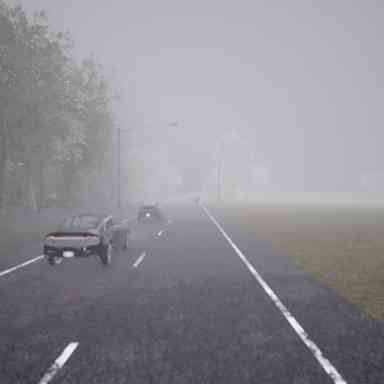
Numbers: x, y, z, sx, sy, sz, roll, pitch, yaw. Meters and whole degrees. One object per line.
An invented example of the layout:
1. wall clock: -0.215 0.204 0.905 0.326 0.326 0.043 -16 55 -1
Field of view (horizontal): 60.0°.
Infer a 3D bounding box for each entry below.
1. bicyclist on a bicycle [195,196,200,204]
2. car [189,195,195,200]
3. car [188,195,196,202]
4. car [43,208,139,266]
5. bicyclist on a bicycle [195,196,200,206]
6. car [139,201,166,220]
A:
1. bicyclist on a bicycle: 0.982 1.492 62.694 0.866 1.612 1.509 0 0 0
2. car: 0.044 1.456 92.544 1.812 1.442 4.674 0 0 0
3. car: 0.040 1.569 78.995 1.994 1.385 4.181 0 0 0
4. car: -3.393 1.502 11.569 2.128 1.511 4.902 0 0 0
5. bicyclist on a bicycle: 0.988 1.499 52.443 0.582 1.620 1.656 0 0 0
6. car: -3.389 1.529 28.076 1.837 1.490 4.892 0 0 0
